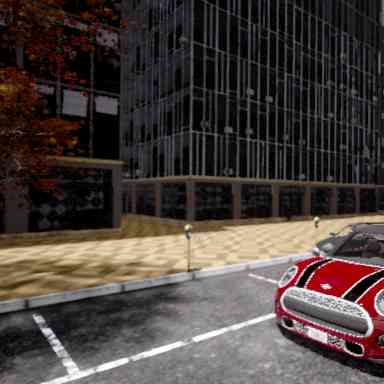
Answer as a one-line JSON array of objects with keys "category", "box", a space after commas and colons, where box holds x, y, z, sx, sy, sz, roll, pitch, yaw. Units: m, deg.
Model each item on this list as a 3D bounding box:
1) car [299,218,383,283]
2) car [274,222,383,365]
[{"category": "car", "box": [5.641, 1.656, 10.591, 4.403, 1.369, 2.008, 1, 0, -36]}, {"category": "car", "box": [3.575, 1.414, 5.936, 4.553, 1.767, 2.097, 1, 0, -36]}]
